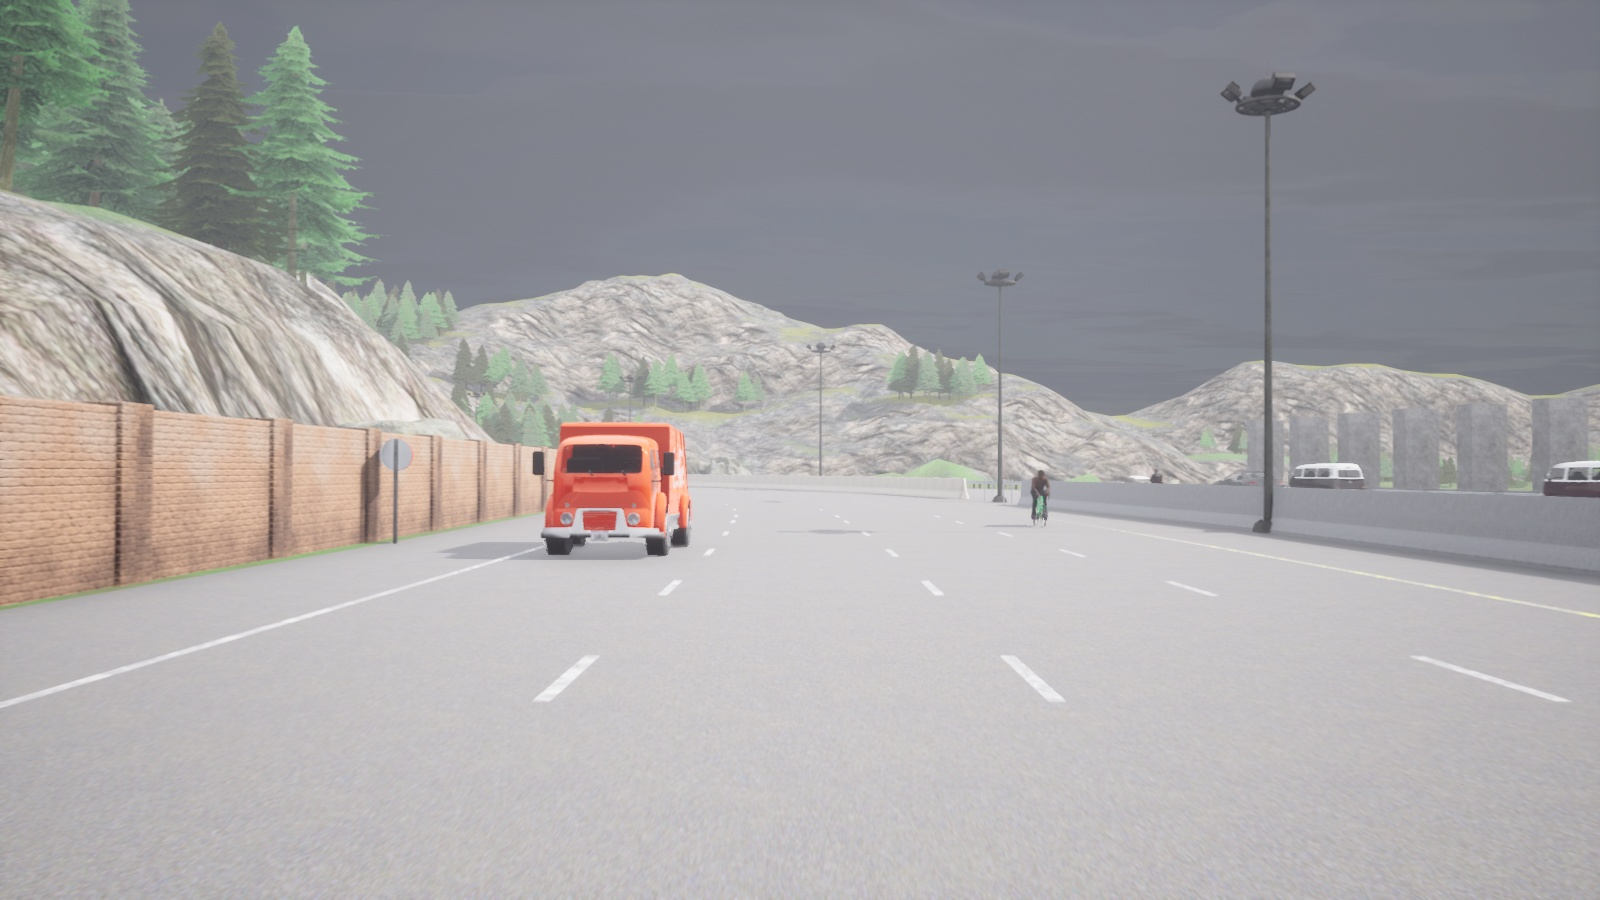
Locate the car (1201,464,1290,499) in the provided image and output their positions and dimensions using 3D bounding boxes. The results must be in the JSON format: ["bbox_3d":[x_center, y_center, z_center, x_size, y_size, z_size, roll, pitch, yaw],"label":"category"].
[{"bbox_3d":[22.418,1.566,63.395,2.152,1.651,5.027,0,-1,-8],"label":"car"}]

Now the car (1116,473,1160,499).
[{"bbox_3d":[18.218,1.931,67.731,1.481,1.376,2.207,0,0,-9],"label":"car"}]

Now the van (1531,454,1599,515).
[{"bbox_3d":[27.581,1.155,43.230,2.069,2.038,4.480,0,-1,-2],"label":"van"}]

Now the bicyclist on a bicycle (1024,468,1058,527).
[{"bbox_3d":[6.807,1.336,35.546,0.582,1.620,1.656,0,-1,-2],"label":"bicyclist on a bicycle"}]

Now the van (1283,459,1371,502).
[{"bbox_3d":[26.077,1.481,62.354,2.069,2.038,4.480,0,-1,-7],"label":"van"}]

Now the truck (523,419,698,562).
[{"bbox_3d":[-3.479,0.751,24.234,2.627,2.467,5.204,0,-1,-1],"label":"truck"}]
